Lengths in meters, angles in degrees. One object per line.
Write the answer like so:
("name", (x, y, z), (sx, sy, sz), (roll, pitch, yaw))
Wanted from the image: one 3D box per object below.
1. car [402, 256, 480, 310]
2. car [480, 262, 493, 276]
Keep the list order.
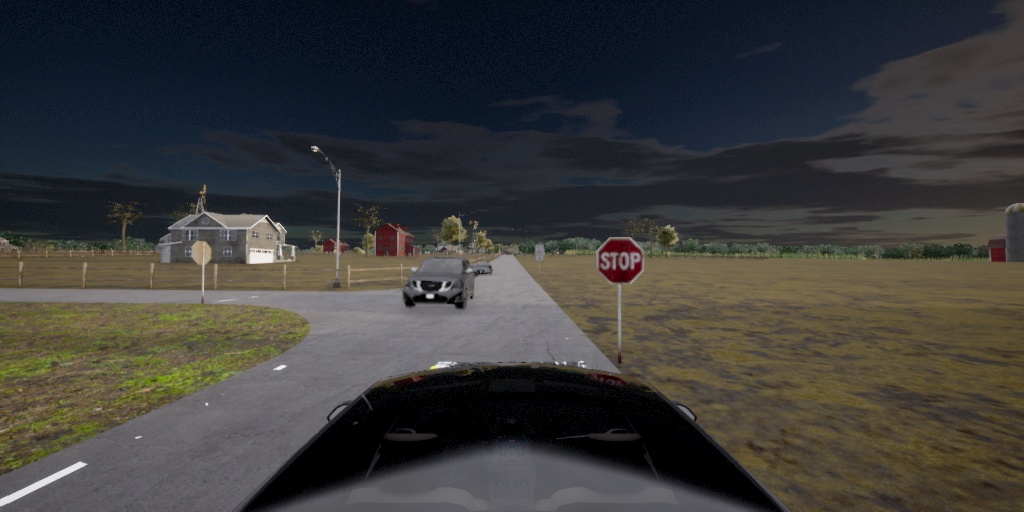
("car", (-2.783, 1.038, 14.936), (2.150, 2.045, 5.566), (1, -1, 0))
("car", (-2.887, 1.241, 34.961), (1.994, 1.385, 4.181), (0, 1, 0))
